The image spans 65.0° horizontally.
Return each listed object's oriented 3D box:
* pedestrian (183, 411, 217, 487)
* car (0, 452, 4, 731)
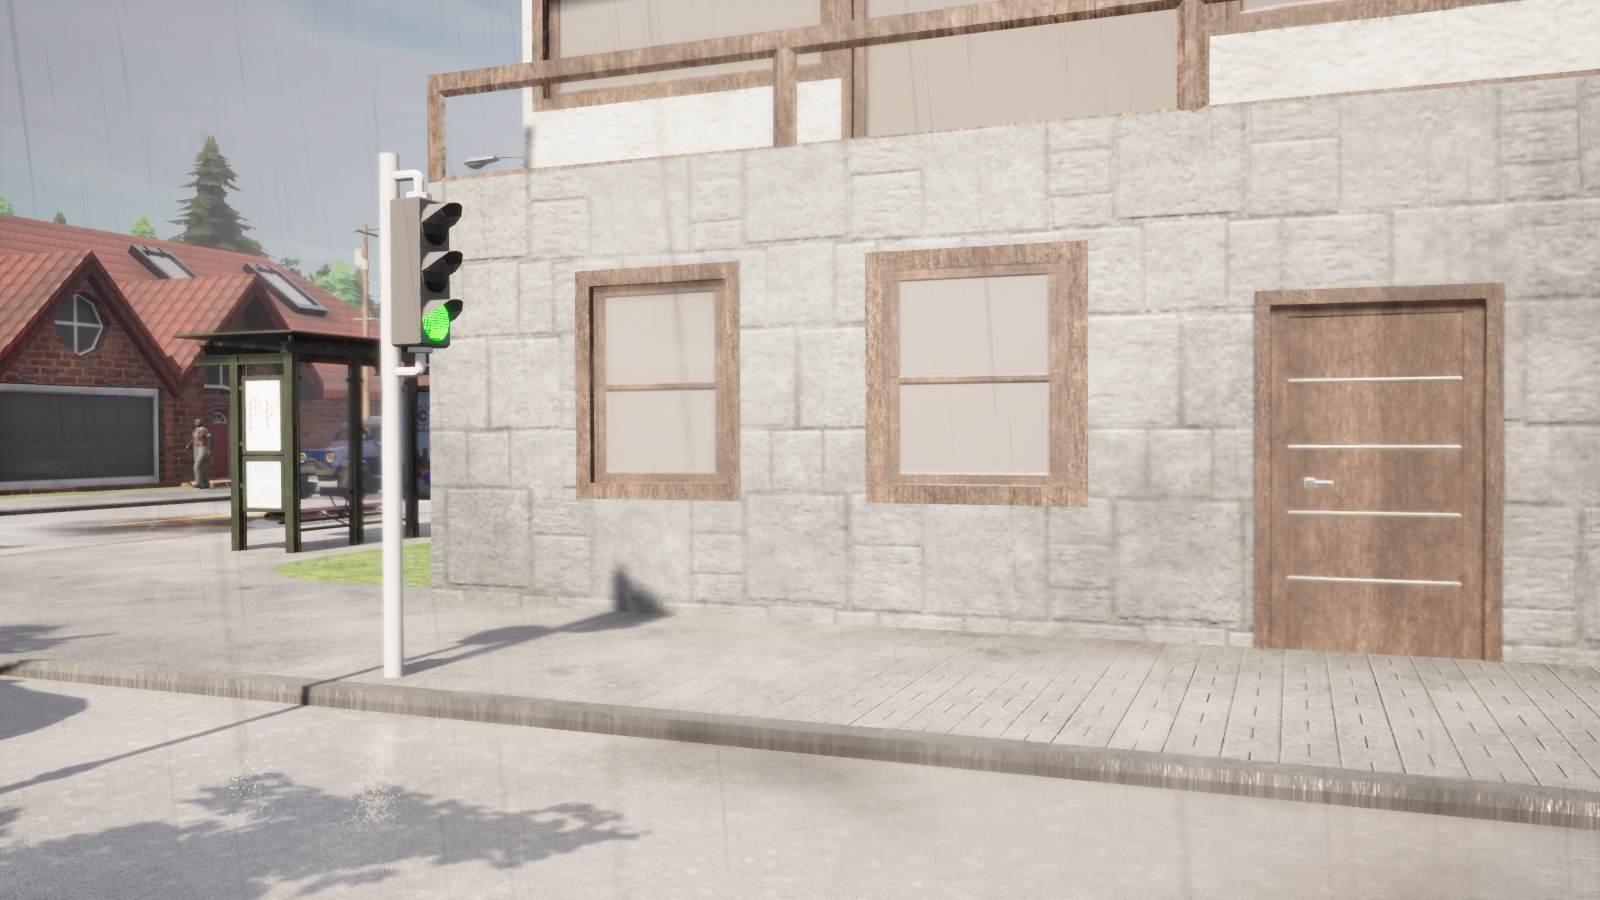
[{"bbox_3d":[-15.269,-0.033,31.956,0.402,1.930,0.666,1,1,31],"label":"pedestrian"},{"bbox_3d":[-6.638,0.723,6.520,4.674,1.442,1.812,1,1,21],"label":"car"}]
